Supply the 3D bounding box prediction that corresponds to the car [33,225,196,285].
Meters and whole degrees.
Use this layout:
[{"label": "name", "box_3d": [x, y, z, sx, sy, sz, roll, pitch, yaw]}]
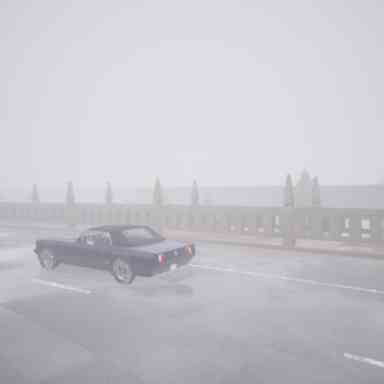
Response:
[{"label": "car", "box_3d": [-2.356, 1.588, 9.455, 4.718, 1.301, 1.895, 0, 0, 32]}]
